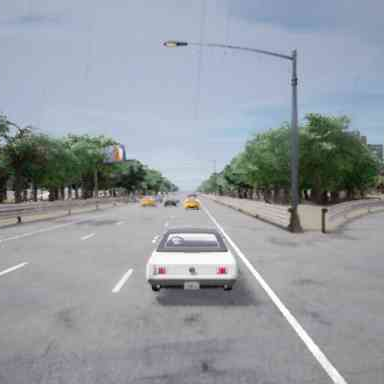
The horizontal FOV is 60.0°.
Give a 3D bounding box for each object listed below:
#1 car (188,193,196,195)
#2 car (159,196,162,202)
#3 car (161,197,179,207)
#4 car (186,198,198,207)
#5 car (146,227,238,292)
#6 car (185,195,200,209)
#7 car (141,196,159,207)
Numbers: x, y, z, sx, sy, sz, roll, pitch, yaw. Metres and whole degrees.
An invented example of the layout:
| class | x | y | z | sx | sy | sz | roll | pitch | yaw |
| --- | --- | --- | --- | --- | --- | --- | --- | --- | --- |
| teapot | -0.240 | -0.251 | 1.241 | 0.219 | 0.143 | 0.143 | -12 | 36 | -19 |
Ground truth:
| class | x | y | z | sx | sy | sz | roll | pitch | yaw |
| --- | --- | --- | --- | --- | --- | --- | --- | --- | --- |
| car | 0.011 | 1.327 | 70.084 | 2.150 | 2.045 | 5.566 | 0 | 0 | 0 |
| car | -6.988 | 1.631 | 69.707 | 2.033 | 1.411 | 5.357 | 0 | 0 | 0 |
| car | -3.491 | 1.598 | 54.008 | 1.812 | 1.442 | 4.674 | 0 | 0 | 0 |
| car | 0.009 | 1.675 | 54.836 | 1.895 | 1.301 | 4.718 | 0 | 0 | 0 |
| car | 0.002 | 1.601 | 8.915 | 1.895 | 1.301 | 4.718 | 0 | 0 | 0 |
| car | 0.010 | 1.529 | 45.841 | 1.882 | 1.535 | 5.008 | 0 | 0 | 0 |
| car | -6.991 | 1.550 | 53.594 | 1.882 | 1.535 | 5.008 | 0 | 0 | 0 |
